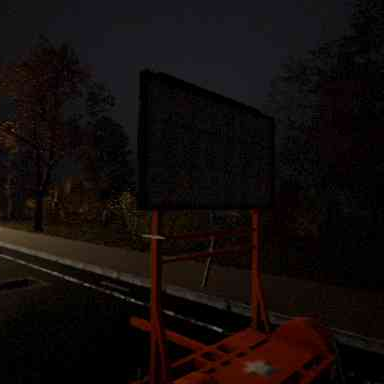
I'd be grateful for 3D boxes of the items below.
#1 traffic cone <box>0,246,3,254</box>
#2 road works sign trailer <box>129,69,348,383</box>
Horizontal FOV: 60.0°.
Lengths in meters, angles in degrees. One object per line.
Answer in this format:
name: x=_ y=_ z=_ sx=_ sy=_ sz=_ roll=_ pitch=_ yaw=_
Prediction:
traffic cone: x=-8.213 y=2.343 z=14.113 sx=0.340 sy=0.580 sz=0.340 roll=-1 pitch=-3 yaw=43
road works sign trailer: x=0.159 y=0.611 z=4.075 sx=2.880 sy=3.560 sz=2.380 roll=-1 pitch=-3 yaw=43
